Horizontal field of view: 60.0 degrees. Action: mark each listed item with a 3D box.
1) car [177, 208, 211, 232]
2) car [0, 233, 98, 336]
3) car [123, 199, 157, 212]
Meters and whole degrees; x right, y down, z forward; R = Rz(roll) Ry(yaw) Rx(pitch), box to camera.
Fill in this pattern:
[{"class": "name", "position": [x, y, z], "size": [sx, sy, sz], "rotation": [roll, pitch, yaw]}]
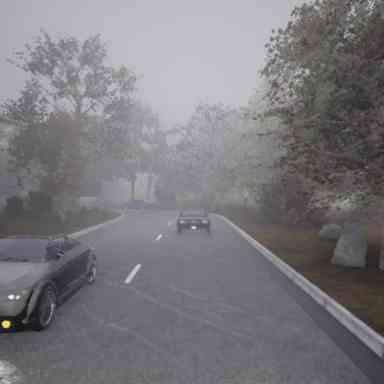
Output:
[{"class": "car", "position": [0.095, 1.610, 20.007], "size": [1.895, 1.301, 4.718], "rotation": [0, 0, 0]}, {"class": "car", "position": [-3.356, 1.570, 6.713], "size": [1.994, 1.385, 4.181], "rotation": [0, 0, 0]}, {"class": "car", "position": [-6.445, 1.617, 40.793], "size": [5.008, 1.535, 1.882], "rotation": [-1, -4, 39]}]
